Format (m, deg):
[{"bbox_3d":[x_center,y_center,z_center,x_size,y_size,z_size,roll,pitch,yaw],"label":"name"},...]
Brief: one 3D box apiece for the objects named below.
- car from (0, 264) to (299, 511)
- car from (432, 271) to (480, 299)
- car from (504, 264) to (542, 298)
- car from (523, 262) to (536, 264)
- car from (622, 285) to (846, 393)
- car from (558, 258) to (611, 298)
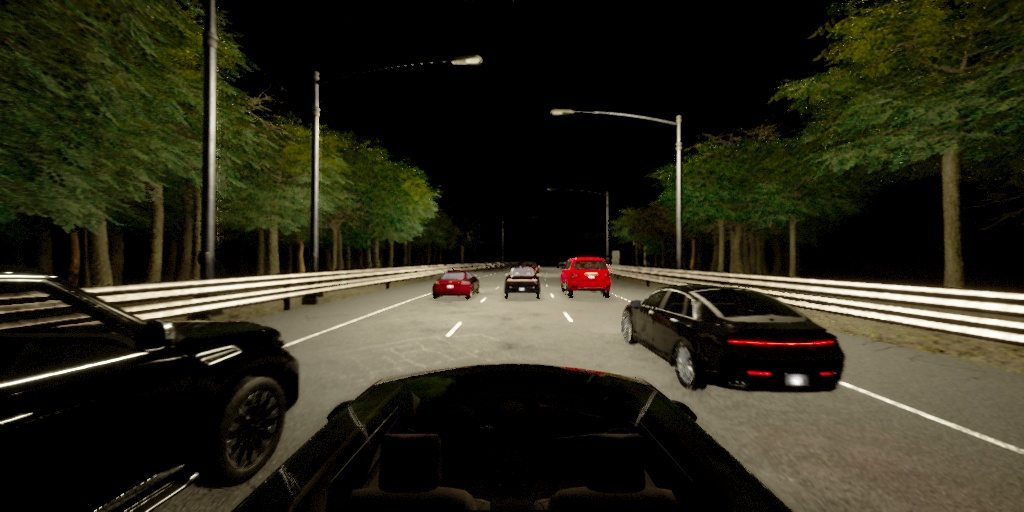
[{"bbox_3d":[-3.377,0.968,1.489,2.150,2.045,5.566,0,-1,0],"label":"car"},{"bbox_3d":[-2.917,1.479,19.437,1.994,1.385,4.181,0,-1,2],"label":"car"},{"bbox_3d":[0.599,1.411,19.757,2.128,1.511,4.902,0,-1,3],"label":"car"},{"bbox_3d":[1.879,1.434,37.755,2.097,1.767,4.553,0,0,5],"label":"car"},{"bbox_3d":[3.568,1.305,6.863,1.837,1.490,4.892,0,-1,1],"label":"car"},{"bbox_3d":[3.993,1.145,20.091,2.150,2.045,5.566,0,-1,3],"label":"car"}]
